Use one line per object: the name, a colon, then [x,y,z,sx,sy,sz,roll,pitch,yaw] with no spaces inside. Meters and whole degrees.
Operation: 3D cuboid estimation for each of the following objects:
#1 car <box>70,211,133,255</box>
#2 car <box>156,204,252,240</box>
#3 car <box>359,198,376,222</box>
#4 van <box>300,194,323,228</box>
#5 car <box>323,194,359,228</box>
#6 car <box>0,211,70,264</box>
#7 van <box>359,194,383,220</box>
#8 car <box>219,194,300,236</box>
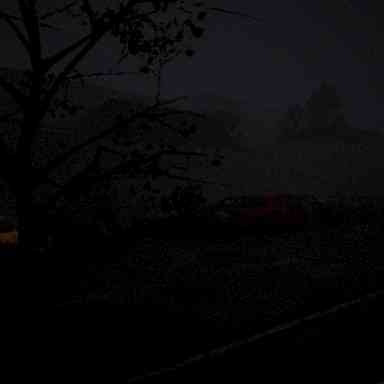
car: [-4.518,1.523,13.348,4.792,1.488,2.163,-1,-1,35]
car: [0.320,1.516,16.823,4.674,1.452,2.002,-1,0,35]
car: [10.043,1.409,23.746,4.892,1.521,2.231,-1,0,35]
van: [5.277,1.218,20.229,4.442,1.987,1.878,-1,-1,35]
car: [7.633,1.175,22.010,5.566,2.045,2.435,-1,-1,35]
car: [-6.819,1.489,11.532,5.366,1.575,1.946,-1,-1,35]
van: [12.368,1.165,25.546,4.442,1.987,1.878,-1,0,35]
car: [2.720,1.212,18.573,5.566,2.045,2.435,-1,0,35]
